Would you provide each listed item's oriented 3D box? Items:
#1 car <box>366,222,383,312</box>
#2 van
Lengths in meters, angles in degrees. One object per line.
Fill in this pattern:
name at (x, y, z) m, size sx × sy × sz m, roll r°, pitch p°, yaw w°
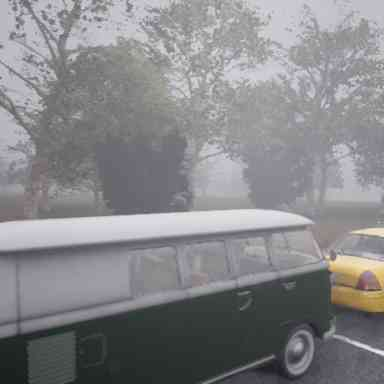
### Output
car at (4.488, 1.437, 7.250) m, size 5.366 × 1.575 × 1.946 m, roll 0°, pitch 0°, yaw -33°
van at (-0.105, 1.243, 3.978) m, size 4.442 × 1.987 × 1.878 m, roll 0°, pitch 0°, yaw -33°
